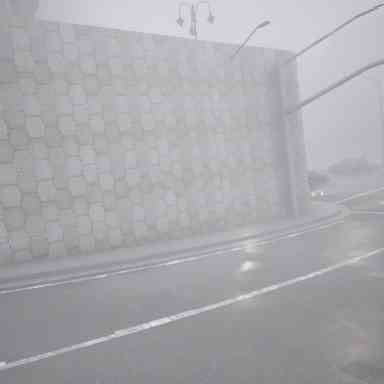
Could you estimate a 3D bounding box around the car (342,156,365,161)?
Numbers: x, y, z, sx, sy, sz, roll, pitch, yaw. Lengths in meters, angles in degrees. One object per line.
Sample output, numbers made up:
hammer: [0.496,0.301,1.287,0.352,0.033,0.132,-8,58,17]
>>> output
car: [18.401,-3.214,39.178,2.097,1.767,4.553,-11,7,-35]

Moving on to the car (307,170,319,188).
car: [8.048,-0.738,29.591,2.033,1.411,5.357,-11,7,-35]

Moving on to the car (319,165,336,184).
car: [10.716,-1.344,31.798,1.837,1.490,4.892,-11,6,-34]

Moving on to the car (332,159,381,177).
car: [17.066,-2.405,35.150,1.895,1.301,4.718,-11,7,-35]
